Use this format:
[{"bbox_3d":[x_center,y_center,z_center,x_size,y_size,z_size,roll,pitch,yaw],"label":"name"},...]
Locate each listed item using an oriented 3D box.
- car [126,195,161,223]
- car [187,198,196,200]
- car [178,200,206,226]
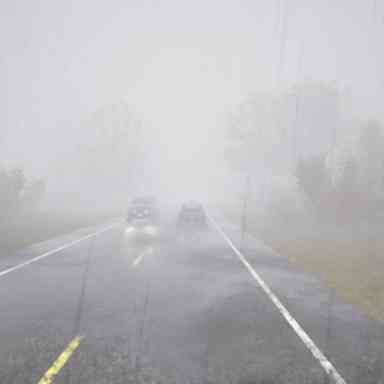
[{"bbox_3d":[-3.695,1.292,26.294,2.150,2.045,5.566,0,0,0],"label":"car"},{"bbox_3d":[-0.139,1.700,52.235,2.128,1.511,4.902,0,0,0],"label":"car"},{"bbox_3d":[0.005,1.556,24.178,2.128,1.511,4.902,0,0,0],"label":"car"}]
